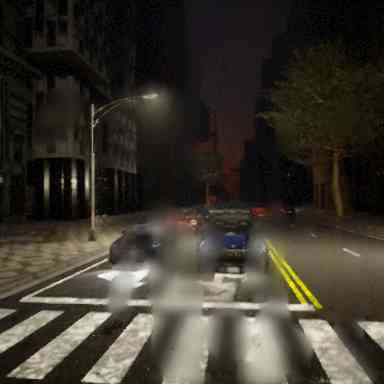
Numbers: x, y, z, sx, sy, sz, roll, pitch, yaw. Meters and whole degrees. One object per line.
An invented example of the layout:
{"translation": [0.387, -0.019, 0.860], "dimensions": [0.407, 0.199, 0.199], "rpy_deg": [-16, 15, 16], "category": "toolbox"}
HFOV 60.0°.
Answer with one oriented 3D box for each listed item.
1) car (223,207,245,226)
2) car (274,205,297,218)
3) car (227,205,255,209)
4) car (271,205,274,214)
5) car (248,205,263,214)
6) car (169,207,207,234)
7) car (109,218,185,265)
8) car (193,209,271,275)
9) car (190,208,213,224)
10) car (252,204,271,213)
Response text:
{"translation": [3.928, 2.250, 31.191], "dimensions": [1.882, 1.535, 5.008], "rpy_deg": [-1, -2, 8], "category": "car"}
{"translation": [12.040, 2.522, 42.222], "dimensions": [2.033, 1.411, 5.357], "rpy_deg": [-1, -2, 8], "category": "car"}
{"translation": [2.514, 1.857, 20.293], "dimensions": [2.097, 1.767, 4.553], "rpy_deg": [-1, -1, 7], "category": "car"}
{"translation": [13.311, 2.717, 52.355], "dimensions": [2.128, 1.511, 4.902], "rpy_deg": [-1, -2, 7], "category": "car"}
{"translation": [10.538, 2.885, 55.478], "dimensions": [2.033, 1.411, 5.357], "rpy_deg": [-1, -2, 7], "category": "car"}
{"translation": [-0.425, 1.956, 22.913], "dimensions": [2.097, 1.767, 4.553], "rpy_deg": [-1, -1, 7], "category": "car"}
{"translation": [-1.692, 1.926, 13.076], "dimensions": [1.994, 1.385, 4.181], "rpy_deg": [-1, -1, 7], "category": "car"}
{"translation": [1.403, 1.641, 11.522], "dimensions": [2.097, 1.767, 4.553], "rpy_deg": [-1, -1, 6], "category": "car"}
{"translation": [1.046, 2.406, 34.178], "dimensions": [1.812, 1.442, 4.674], "rpy_deg": [-1, -2, 8], "category": "car"}
{"translation": [9.289, 2.450, 45.850], "dimensions": [2.097, 1.767, 4.553], "rpy_deg": [-1, -2, 7], "category": "car"}
